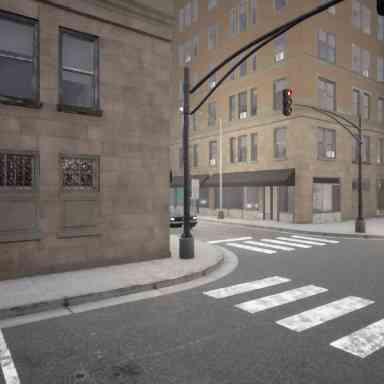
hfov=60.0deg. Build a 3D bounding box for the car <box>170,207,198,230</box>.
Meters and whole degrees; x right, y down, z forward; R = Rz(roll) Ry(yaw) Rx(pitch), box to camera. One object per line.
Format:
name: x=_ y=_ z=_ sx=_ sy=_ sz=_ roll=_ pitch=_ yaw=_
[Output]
car: x=-1.684 y=1.503 z=19.685 sx=1.895 sy=1.301 sz=4.718 roll=0 pitch=0 yaw=-36
